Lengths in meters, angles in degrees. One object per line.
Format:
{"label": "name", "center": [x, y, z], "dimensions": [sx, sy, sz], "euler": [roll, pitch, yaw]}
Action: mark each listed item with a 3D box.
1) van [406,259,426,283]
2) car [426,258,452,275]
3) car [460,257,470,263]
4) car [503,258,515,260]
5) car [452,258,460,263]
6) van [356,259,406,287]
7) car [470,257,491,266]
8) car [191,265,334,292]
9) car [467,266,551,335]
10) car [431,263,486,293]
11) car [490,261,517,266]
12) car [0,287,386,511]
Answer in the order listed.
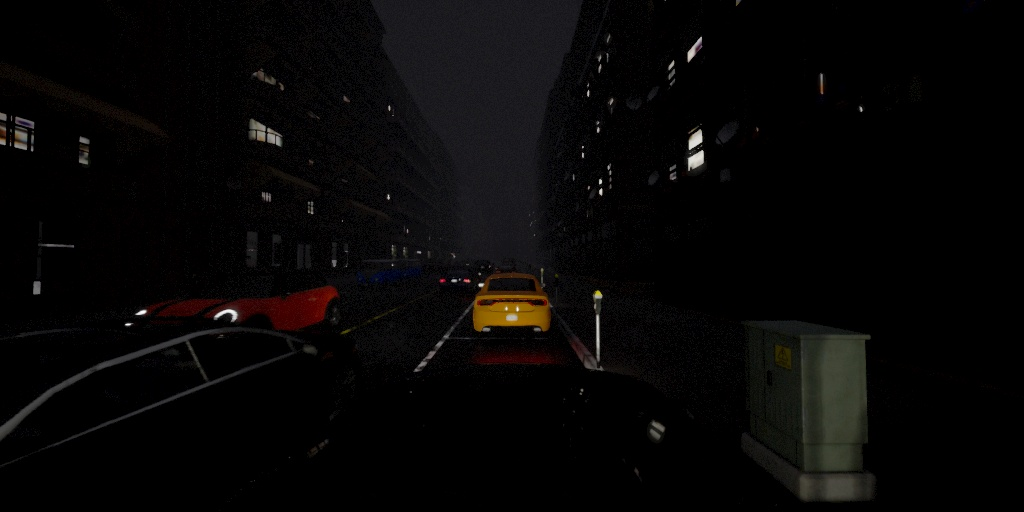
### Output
{"label": "van", "center": [-8.324, 1.118, 28.136], "dimensions": [1.690, 1.789, 3.998], "euler": [0, 0, 0]}
{"label": "car", "center": [-8.319, 1.115, 39.196], "dimensions": [2.192, 1.841, 5.009], "euler": [0, 0, 0]}
{"label": "car", "center": [-5.751, 0.963, 48.656], "dimensions": [2.128, 1.511, 4.902], "euler": [0, 0, 0]}
{"label": "car", "center": [-0.429, 1.240, 39.132], "dimensions": [1.967, 1.591, 4.097], "euler": [0, 0, 0]}
{"label": "car", "center": [-8.316, 1.128, 44.726], "dimensions": [2.192, 1.841, 5.009], "euler": [0, 0, 0]}
{"label": "van", "center": [-8.326, 1.108, 22.605], "dimensions": [1.690, 1.789, 3.998], "euler": [0, 0, 0]}
{"label": "car", "center": [-3.005, 1.151, 38.664], "dimensions": [2.097, 1.767, 4.553], "euler": [0, 0, 0]}
{"label": "car", "center": [-5.868, 1.106, 8.216], "dimensions": [2.097, 1.767, 4.553], "euler": [0, 0, 0]}
{"label": "car", "center": [-0.002, 1.233, 10.501], "dimensions": [1.882, 1.535, 5.008], "euler": [0, 0, 0]}
{"label": "car", "center": [-2.908, 1.312, 20.701], "dimensions": [2.033, 1.411, 5.357], "euler": [0, 0, 0]}
{"label": "car", "center": [-0.441, 1.322, 28.071], "dimensions": [1.888, 1.381, 4.507], "euler": [0, 0, 0]}
{"label": "car", "center": [-2.919, 1.242, 2.846], "dimensions": [2.128, 1.511, 4.902], "euler": [0, 0, 0]}
